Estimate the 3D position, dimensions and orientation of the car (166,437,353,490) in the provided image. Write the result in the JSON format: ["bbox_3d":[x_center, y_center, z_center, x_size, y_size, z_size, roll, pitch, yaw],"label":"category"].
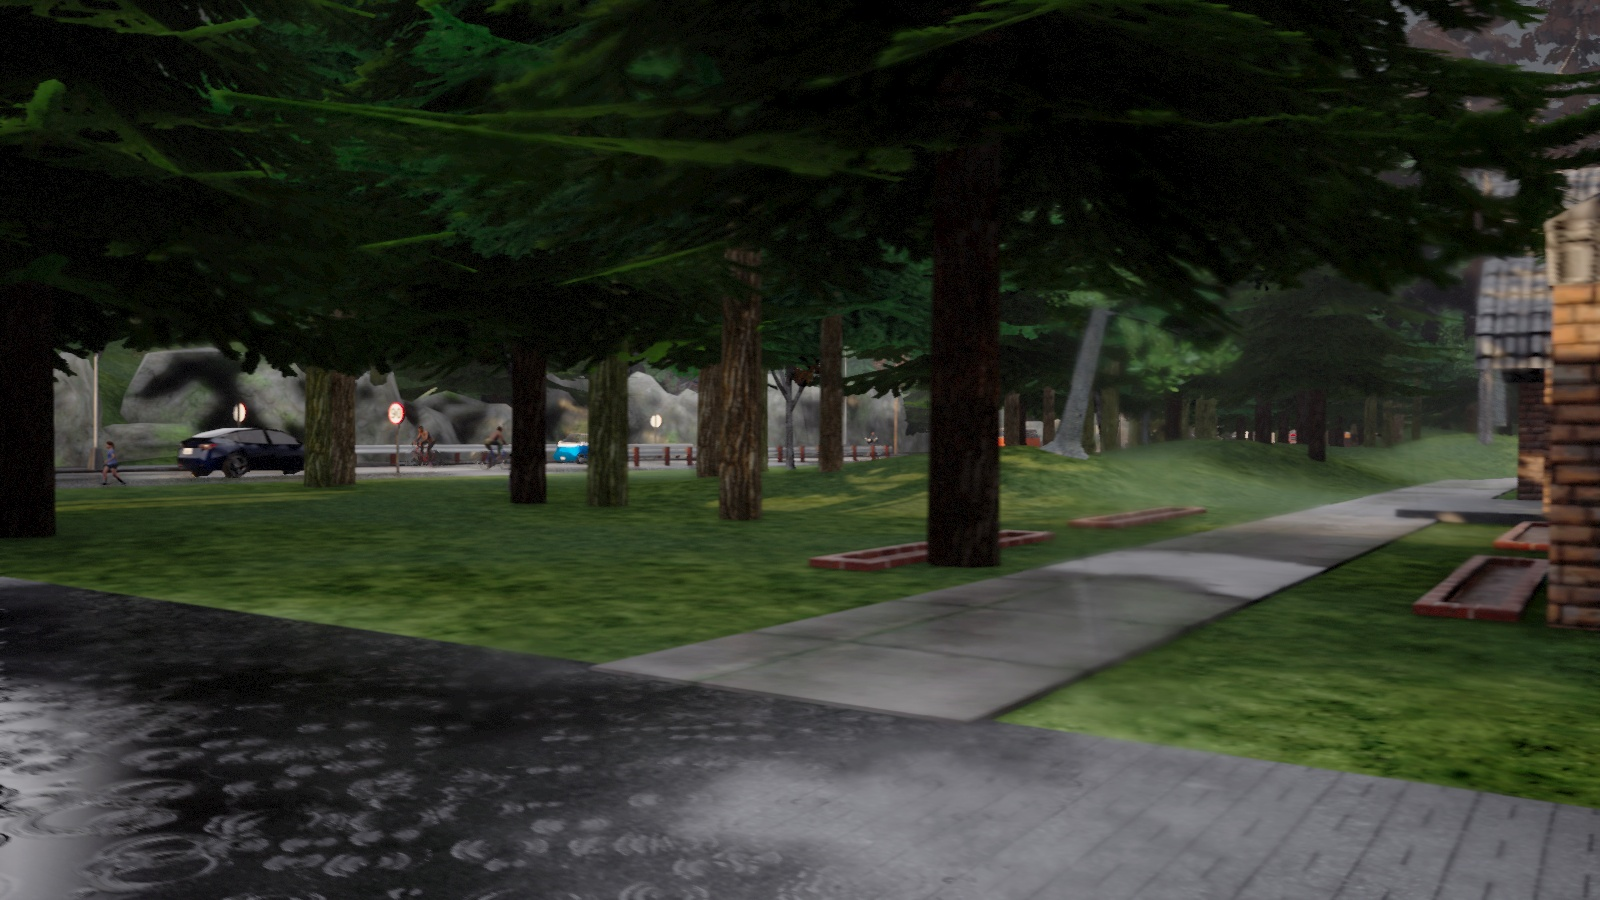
[{"bbox_3d":[-16.336,0.358,38.187,2.163,1.488,4.792,0,1,33],"label":"car"}]

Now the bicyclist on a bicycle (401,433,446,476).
[{"bbox_3d":[-14.473,0.156,48.313,0.582,1.620,1.656,0,1,33],"label":"bicyclist on a bicycle"}]

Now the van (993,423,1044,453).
[{"bbox_3d":[14.949,-0.820,85.722,1.775,1.987,4.442,0,1,33],"label":"van"}]

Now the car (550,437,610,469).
[{"bbox_3d":[-9.721,0.116,55.583,1.481,1.376,2.207,0,0,33],"label":"car"}]

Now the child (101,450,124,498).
[{"bbox_3d":[-16.098,0.566,29.403,0.255,1.110,0.394,0,1,29],"label":"child"}]

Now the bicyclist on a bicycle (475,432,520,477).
[{"bbox_3d":[-11.108,0.155,46.181,0.582,1.620,1.656,0,1,33],"label":"bicyclist on a bicycle"}]
